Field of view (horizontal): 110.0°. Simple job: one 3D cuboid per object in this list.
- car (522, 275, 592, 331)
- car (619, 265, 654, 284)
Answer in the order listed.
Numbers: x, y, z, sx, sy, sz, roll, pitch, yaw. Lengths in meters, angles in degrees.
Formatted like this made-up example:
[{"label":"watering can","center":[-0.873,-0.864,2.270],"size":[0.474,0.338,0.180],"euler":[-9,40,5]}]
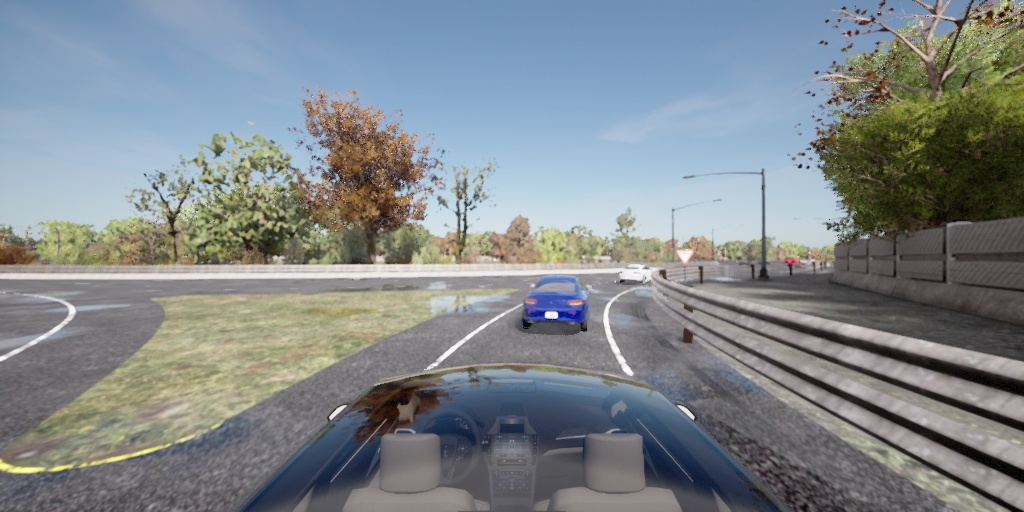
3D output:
[{"label":"car","center":[1.494,1.328,11.275],"size":[1.812,1.442,4.674],"euler":[0,0,13]},{"label":"car","center":[10.133,1.429,28.730],"size":[1.812,1.442,4.674],"euler":[-1,0,38]}]
